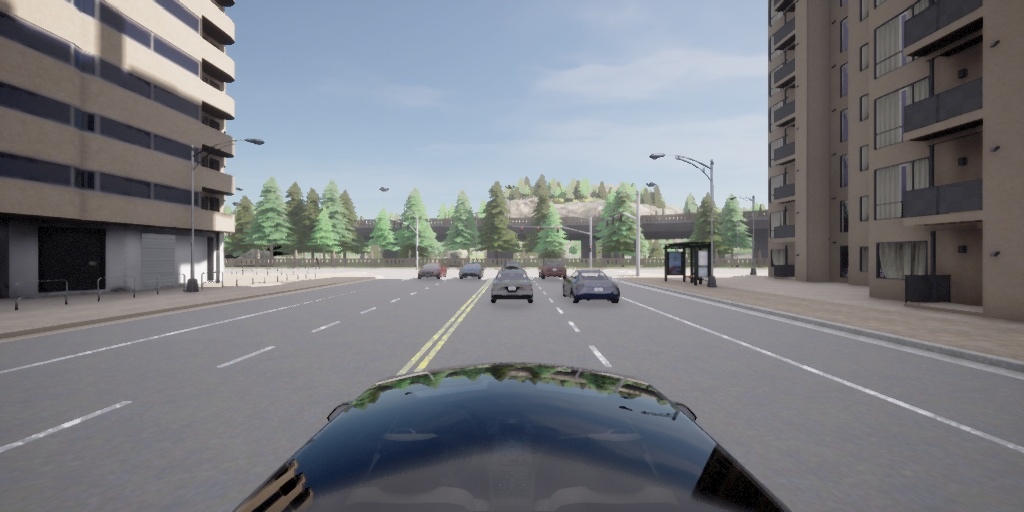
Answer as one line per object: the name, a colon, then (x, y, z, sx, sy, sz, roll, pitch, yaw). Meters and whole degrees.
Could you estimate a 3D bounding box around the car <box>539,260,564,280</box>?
car: (3.501, 1.114, 31.470, 2.097, 1.767, 4.553, 0, 0, 0)

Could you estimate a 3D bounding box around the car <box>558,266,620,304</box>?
car: (3.500, 1.321, 16.500, 1.994, 1.385, 4.181, 0, 0, 0)

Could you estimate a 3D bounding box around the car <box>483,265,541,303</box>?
car: (0.000, 1.312, 16.500, 2.033, 1.411, 5.357, 0, 0, 0)

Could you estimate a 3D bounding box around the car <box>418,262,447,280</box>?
car: (-7.000, 1.309, 31.912, 1.812, 1.442, 4.674, 0, 0, 0)

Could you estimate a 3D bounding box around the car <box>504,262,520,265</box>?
car: (0.000, 1.264, 31.500, 1.837, 1.490, 4.892, 0, 0, 0)

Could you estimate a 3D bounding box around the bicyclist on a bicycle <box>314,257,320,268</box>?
bicyclist on a bicycle: (-29.457, 0.993, 54.172, 0.582, 1.620, 1.656, 0, 0, 1)

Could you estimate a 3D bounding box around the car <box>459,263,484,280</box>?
car: (-3.500, 1.348, 31.912, 2.033, 1.411, 5.357, 0, 0, 0)
